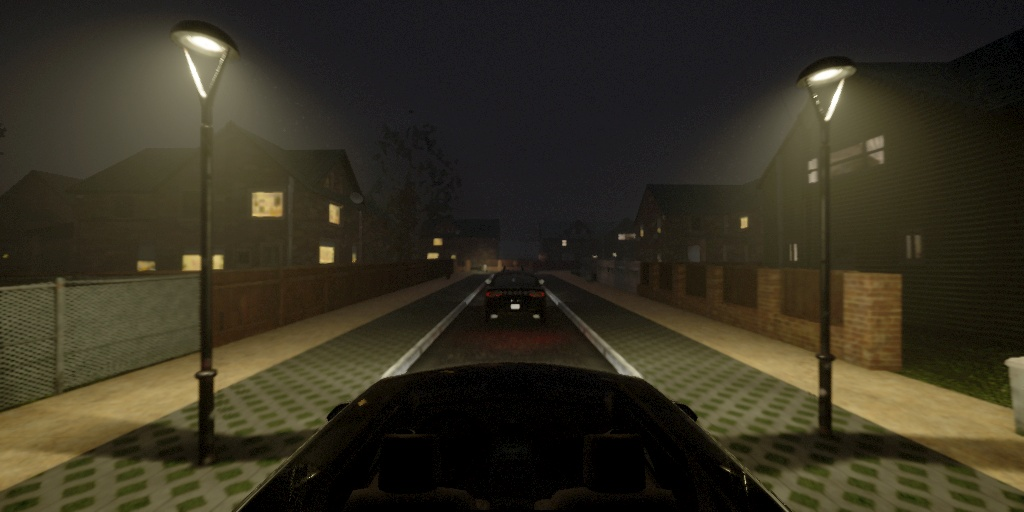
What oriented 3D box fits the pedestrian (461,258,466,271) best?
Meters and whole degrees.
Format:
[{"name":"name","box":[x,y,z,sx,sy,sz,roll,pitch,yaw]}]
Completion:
[{"name":"pedestrian","box":[-6.715,1.118,49.485,0.375,1.860,0.375,0,-1,1]}]

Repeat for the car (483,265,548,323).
[{"name":"car","box":[0.099,1.232,12.222,1.882,1.535,5.008,0,0,0]}]
